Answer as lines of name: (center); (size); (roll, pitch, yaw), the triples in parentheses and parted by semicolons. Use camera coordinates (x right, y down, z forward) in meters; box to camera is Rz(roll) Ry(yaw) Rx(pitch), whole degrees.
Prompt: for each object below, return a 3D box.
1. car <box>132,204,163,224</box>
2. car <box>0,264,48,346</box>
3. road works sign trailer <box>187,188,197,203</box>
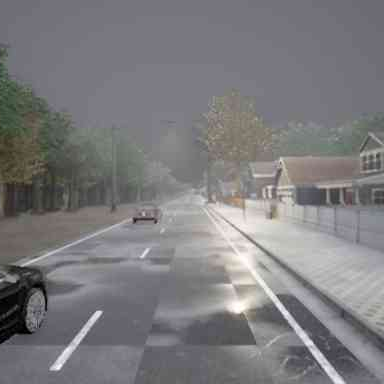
car: (-3.405, 1.636, 25.972); (2.033, 1.411, 5.357); (0, 0, 0)
car: (-3.401, 1.504, 3.850); (2.128, 1.511, 4.902); (0, 0, 0)
road works sign trailer: (-0.019, 0.827, 82.717); (2.380, 3.560, 2.880); (0, 0, 0)
